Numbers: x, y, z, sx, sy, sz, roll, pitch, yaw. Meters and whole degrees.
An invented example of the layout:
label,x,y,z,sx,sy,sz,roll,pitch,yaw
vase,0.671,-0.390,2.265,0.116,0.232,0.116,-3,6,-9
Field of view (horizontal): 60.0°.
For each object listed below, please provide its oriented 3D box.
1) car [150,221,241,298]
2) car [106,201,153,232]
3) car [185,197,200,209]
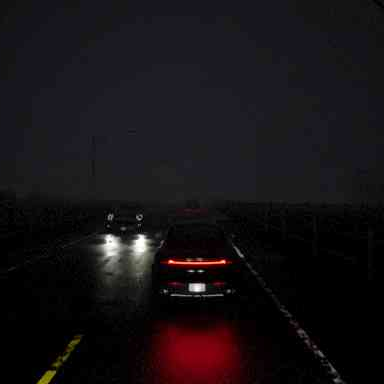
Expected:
label,x,y,z,sx,sy,sz,roll,pitch,yaw
car,0.093,1.502,8.510,1.837,1.490,4.892,0,0,0
car,-3.615,1.347,19.800,2.097,1.767,4.553,0,0,0
car,0.061,1.482,45.376,2.128,1.511,4.902,0,0,0
